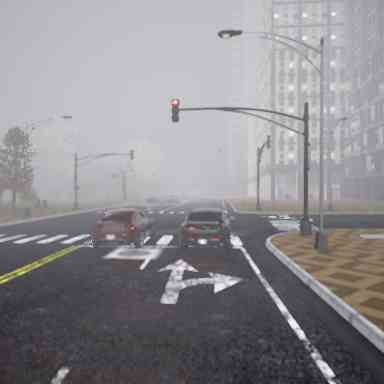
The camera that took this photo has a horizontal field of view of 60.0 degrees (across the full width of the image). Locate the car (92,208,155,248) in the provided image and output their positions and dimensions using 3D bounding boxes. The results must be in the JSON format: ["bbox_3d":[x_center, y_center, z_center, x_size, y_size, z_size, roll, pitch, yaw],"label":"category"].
[{"bbox_3d":[-2.786,1.425,14.201,1.812,1.442,4.674,0,1,3],"label":"car"}]

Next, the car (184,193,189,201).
[{"bbox_3d":[-1.626,1.037,70.804,2.128,1.511,4.902,0,0,5],"label":"car"}]

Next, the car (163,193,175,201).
[{"bbox_3d":[-4.863,1.032,71.107,1.812,1.442,4.674,0,0,5],"label":"car"}]

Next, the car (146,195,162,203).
[{"bbox_3d":[-6.247,1.211,55.579,1.895,1.301,4.718,0,0,5],"label":"car"}]

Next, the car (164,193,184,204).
[{"bbox_3d":[-3.008,1.161,55.292,2.033,1.411,5.357,0,0,5],"label":"car"}]

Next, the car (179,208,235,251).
[{"bbox_3d":[0.687,1.409,13.654,1.837,1.490,4.892,0,0,8],"label":"car"}]
